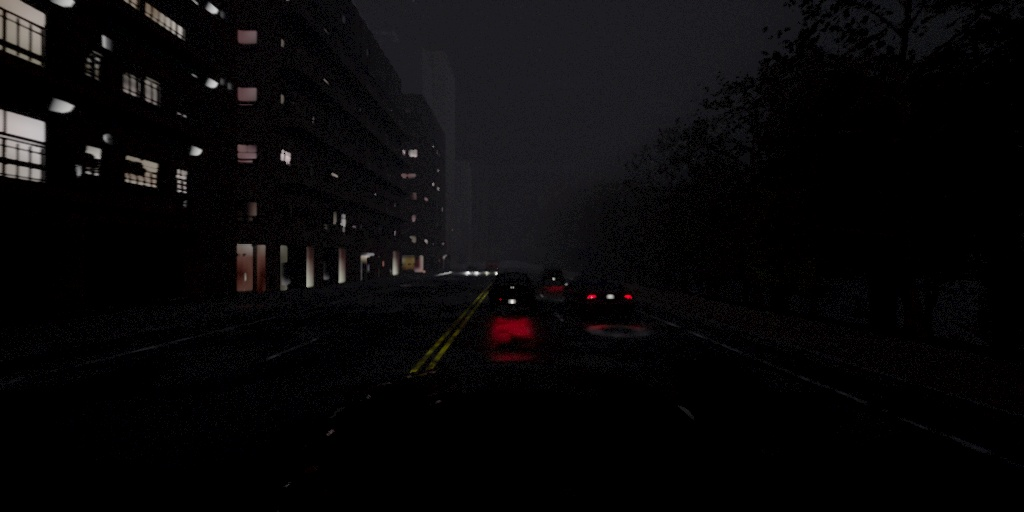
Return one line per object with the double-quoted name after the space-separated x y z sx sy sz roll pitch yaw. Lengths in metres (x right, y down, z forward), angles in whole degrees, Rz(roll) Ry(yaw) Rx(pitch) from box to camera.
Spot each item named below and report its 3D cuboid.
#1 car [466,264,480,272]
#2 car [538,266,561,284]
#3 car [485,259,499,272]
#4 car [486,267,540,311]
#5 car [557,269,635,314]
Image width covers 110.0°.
-6.538 1.956 60.191 1.895 1.301 4.718 0 -1 1 "car"
3.283 1.549 30.362 1.837 1.490 4.892 0 0 1 "car"
-3.293 1.576 60.200 2.150 2.045 5.566 0 -1 0 "car"
0.027 1.395 15.347 1.837 1.490 4.892 0 0 0 "car"
3.264 1.426 14.368 2.033 1.411 5.357 0 -1 0 "car"
